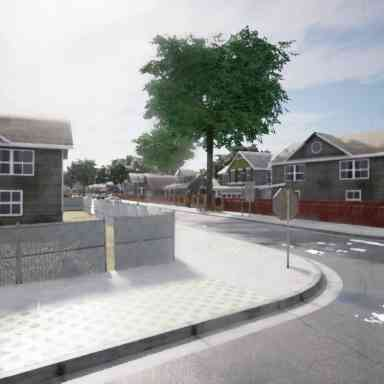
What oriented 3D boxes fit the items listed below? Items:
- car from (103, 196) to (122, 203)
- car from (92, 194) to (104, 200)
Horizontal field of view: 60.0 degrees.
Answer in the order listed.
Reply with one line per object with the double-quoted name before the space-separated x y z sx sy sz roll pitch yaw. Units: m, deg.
"car" -12.252 1.510 52.465 1.837 1.490 4.892 0 0 -23
"car" -23.857 1.286 86.299 2.097 1.767 4.553 0 0 -23
